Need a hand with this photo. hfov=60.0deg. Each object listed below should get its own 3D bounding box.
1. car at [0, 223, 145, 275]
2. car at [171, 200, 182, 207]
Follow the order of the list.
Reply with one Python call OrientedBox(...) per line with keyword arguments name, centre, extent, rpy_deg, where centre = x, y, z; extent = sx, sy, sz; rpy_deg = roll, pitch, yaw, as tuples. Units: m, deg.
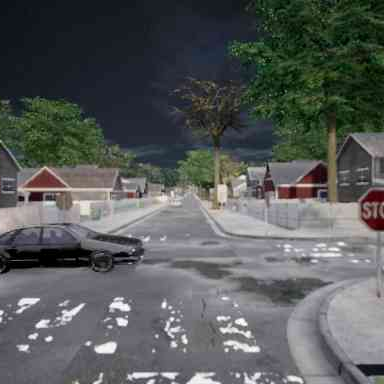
OrientedBox(name="car", centre=(-4.247, 1.681, 10.383), extent=(5.357, 1.411, 2.033), rpy_deg=(-1, 0, -1))
OrientedBox(name="car", centre=(-2.783, 2.057, 59.778), extent=(1.895, 1.301, 4.718), rpy_deg=(0, 0, 0))
